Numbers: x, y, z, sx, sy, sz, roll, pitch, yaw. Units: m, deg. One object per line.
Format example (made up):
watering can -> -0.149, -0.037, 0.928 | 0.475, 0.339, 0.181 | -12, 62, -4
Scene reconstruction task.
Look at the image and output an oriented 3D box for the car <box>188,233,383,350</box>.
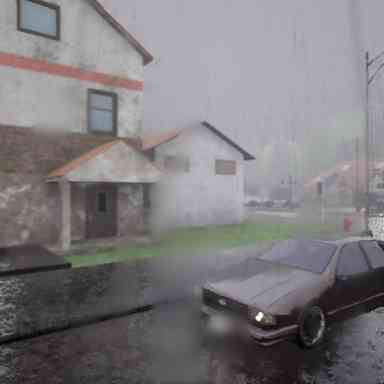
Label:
car -> 2.563, 1.541, 6.406 | 5.357, 1.411, 2.033 | 0, 0, -35
